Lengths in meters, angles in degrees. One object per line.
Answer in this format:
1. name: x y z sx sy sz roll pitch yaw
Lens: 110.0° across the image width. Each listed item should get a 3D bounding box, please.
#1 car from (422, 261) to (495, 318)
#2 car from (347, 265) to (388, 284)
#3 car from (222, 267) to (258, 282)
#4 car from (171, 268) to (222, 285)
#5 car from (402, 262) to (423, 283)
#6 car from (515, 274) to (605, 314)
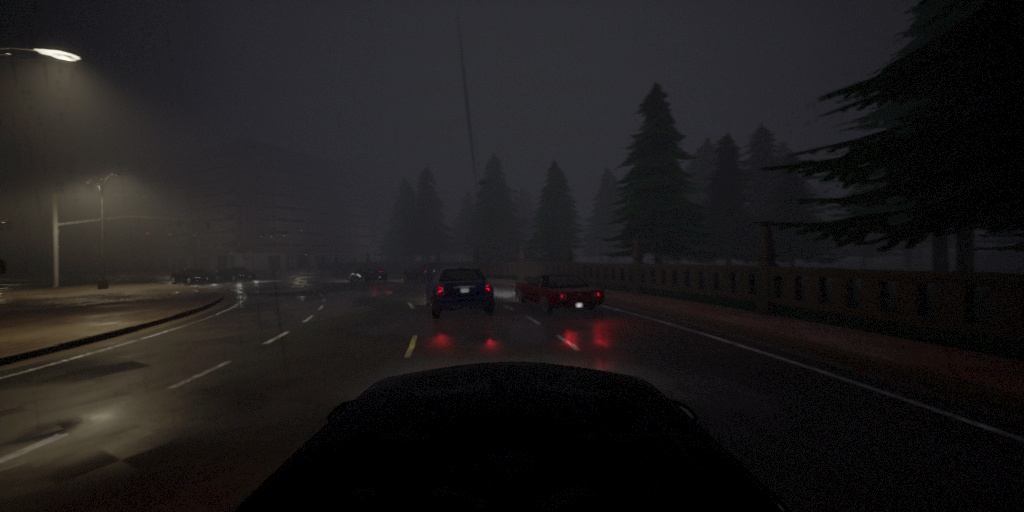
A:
1. car: -2.122 1.153 13.687 2.097 1.767 4.553 -1 0 -16
2. car: -12.066 1.487 29.842 2.128 1.511 4.902 -1 0 -44
3. car: -27.895 1.830 36.269 4.892 1.490 1.837 -1 0 26
4. car: -29.437 1.847 33.127 4.892 1.490 1.837 -1 0 26
5. car: -7.440 1.266 29.921 2.097 1.767 4.553 -1 0 -40
6. car: 1.587 1.337 13.854 1.895 1.301 4.718 -1 0 -16
